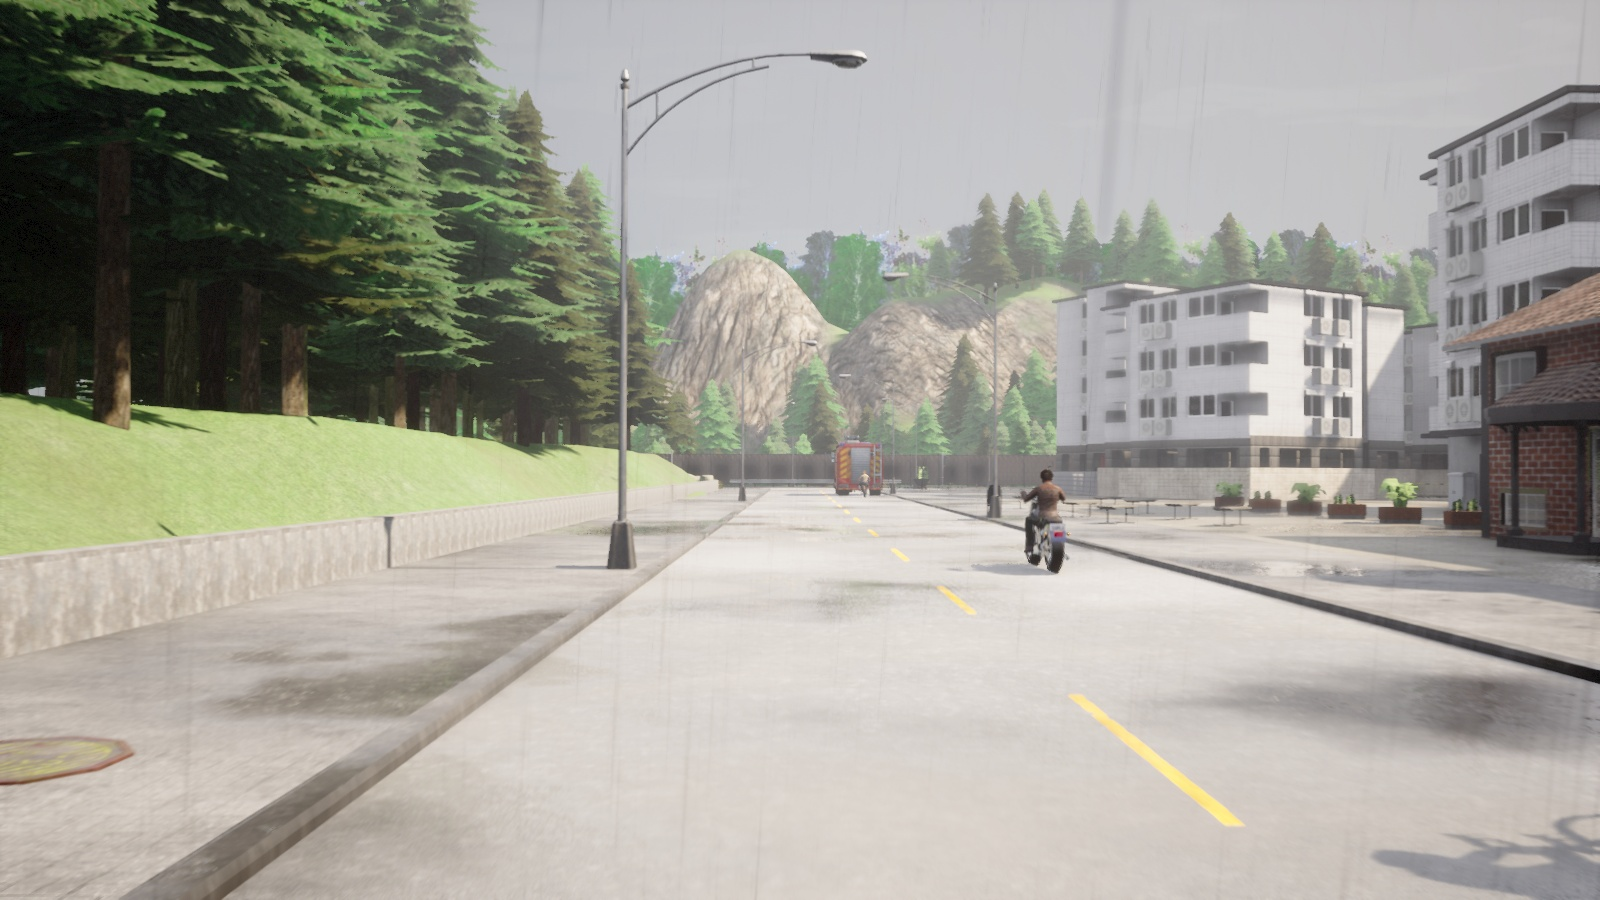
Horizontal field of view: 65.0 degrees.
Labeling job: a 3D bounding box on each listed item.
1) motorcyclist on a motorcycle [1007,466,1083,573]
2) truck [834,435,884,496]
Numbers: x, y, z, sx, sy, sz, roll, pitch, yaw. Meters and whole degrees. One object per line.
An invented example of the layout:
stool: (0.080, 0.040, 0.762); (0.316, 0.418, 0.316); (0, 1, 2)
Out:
motorcyclist on a motorcycle: (3.953, 1.092, 20.464); (0.766, 1.649, 2.350); (0, -1, 0)
truck: (3.802, 1.030, 83.319); (2.891, 3.827, 8.468); (0, -1, 0)
